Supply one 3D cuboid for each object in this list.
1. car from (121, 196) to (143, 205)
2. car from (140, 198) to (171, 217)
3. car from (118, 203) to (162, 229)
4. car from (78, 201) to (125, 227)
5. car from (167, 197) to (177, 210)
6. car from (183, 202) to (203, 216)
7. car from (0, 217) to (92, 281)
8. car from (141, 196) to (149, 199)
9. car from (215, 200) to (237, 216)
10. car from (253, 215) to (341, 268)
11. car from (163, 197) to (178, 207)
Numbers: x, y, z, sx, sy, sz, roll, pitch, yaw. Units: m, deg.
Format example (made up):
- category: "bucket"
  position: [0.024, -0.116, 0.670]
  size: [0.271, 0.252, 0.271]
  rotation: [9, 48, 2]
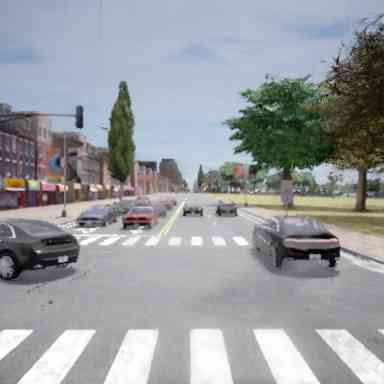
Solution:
- category: "car"
  position: [-6.583, 1.517, 33.783]
  size: [1.837, 1.490, 4.892]
  rotation: [0, 0, 0]
- category: "car"
  position: [-3.340, 1.592, 31.040]
  size: [1.994, 1.385, 4.181]
  rotation: [0, 0, 0]
- category: "car"
  position: [-3.345, 1.664, 22.234]
  size: [1.895, 1.301, 4.718]
  rotation: [0, 0, 0]
- category: "car"
  position: [-6.591, 1.607, 23.960]
  size: [2.033, 1.411, 5.357]
  rotation: [0, 0, 0]
- category: "car"
  position: [-3.311, 1.563, 41.034]
  size: [1.895, 1.301, 4.718]
  rotation: [0, 0, 0]
- category: "car"
  position: [0.108, 1.617, 33.203]
  size: [1.895, 1.301, 4.718]
  rotation: [0, 0, 0]
- category: "car"
  position: [-5.614, 1.564, 10.044]
  size: [4.892, 1.490, 1.837]
  rotation: [0, -3, 27]
- category: "car"
  position: [-6.542, 1.294, 44.002]
  size: [2.097, 1.767, 4.553]
  rotation: [0, 0, 0]
- category: "car"
  position: [3.358, 1.508, 33.164]
  size: [2.128, 1.511, 4.902]
  rotation: [0, 0, 0]
- category: "car"
  position: [3.353, 1.552, 11.473]
  size: [2.128, 1.511, 4.902]
  rotation: [0, 0, 0]
- category: "car"
  position: [-3.273, 1.493, 51.243]
  size: [1.895, 1.301, 4.718]
  rotation: [0, 0, 1]
